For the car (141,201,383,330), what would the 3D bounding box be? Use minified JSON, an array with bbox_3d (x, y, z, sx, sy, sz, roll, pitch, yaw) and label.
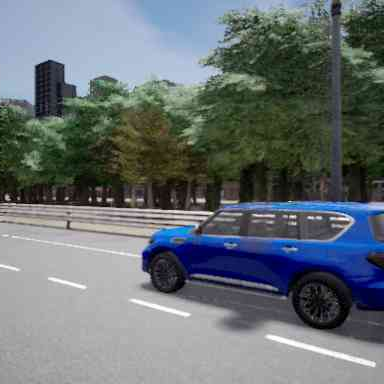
[{"bbox_3d":[1.427,1.224,7.150,5.566,2.045,2.150,0,0,36],"label":"car"}]
